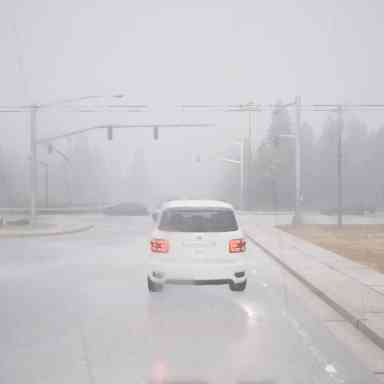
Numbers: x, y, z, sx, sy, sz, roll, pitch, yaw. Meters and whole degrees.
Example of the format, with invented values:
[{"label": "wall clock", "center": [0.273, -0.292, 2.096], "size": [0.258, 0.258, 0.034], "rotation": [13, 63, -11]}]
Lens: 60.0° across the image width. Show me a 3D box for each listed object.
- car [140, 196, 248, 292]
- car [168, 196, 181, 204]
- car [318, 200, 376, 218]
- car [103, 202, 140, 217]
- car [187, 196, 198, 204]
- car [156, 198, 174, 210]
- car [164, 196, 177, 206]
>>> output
[{"label": "car", "center": [0.066, 1.218, 9.092], "size": [2.150, 2.045, 5.566], "rotation": [0, 0, -2]}, {"label": "car", "center": [-3.435, 1.492, 65.397], "size": [2.128, 1.511, 4.902], "rotation": [0, 0, 1]}, {"label": "car", "center": [14.172, 1.534, 30.512], "size": [4.892, 1.490, 1.837], "rotation": [1, 0, 1]}, {"label": "car", "center": [-6.110, 1.580, 30.880], "size": [4.181, 1.385, 1.994], "rotation": [0, 0, 1]}, {"label": "car", "center": [0.205, 1.491, 65.907], "size": [2.128, 1.511, 4.902], "rotation": [0, 0, 1]}, {"label": "car", "center": [-3.594, 1.547, 44.945], "size": [2.033, 1.411, 5.357], "rotation": [0, 0, 0]}, {"label": "car", "center": [-3.567, 1.505, 55.132], "size": [1.837, 1.490, 4.892], "rotation": [0, 0, 0]}]
